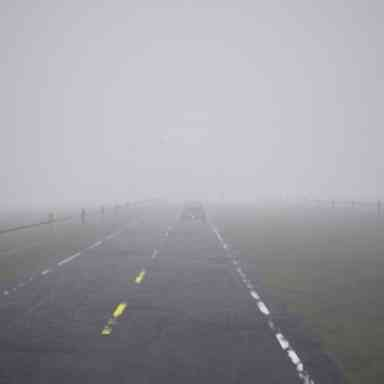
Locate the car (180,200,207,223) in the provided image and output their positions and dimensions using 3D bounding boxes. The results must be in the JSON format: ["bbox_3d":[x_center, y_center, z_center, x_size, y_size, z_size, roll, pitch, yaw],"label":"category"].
[{"bbox_3d":[0.099,1.505,25.261,2.128,1.511,4.902,0,0,0],"label":"car"}]

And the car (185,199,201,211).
[{"bbox_3d":[0.101,1.627,42.894,1.895,1.301,4.718,0,0,0],"label":"car"}]
